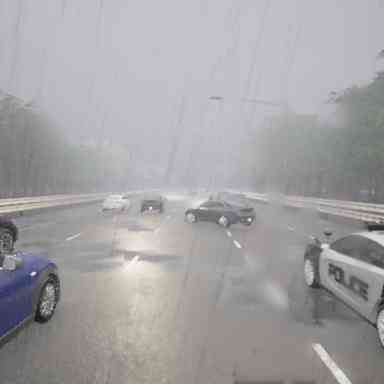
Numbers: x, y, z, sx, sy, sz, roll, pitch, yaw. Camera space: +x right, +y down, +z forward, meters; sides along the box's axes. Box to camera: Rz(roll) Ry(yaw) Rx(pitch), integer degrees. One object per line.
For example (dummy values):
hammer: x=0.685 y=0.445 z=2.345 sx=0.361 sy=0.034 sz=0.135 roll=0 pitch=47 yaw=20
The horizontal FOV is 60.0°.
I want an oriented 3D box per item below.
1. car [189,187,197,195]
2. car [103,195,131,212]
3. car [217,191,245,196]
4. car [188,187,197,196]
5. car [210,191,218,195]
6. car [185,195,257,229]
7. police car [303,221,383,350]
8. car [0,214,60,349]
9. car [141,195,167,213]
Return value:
car: x=0.192 y=-0.303 z=89.042 sx=2.150 sy=2.045 sz=5.566 roll=0 pitch=1 yaw=0
car: x=-6.857 y=1.003 z=30.442 sx=1.812 sy=1.442 sz=4.674 roll=0 pitch=1 yaw=0
car: x=3.537 y=0.878 z=27.697 sx=2.097 sy=1.767 sz=4.553 roll=0 pitch=1 yaw=0
car: x=0.167 y=0.178 z=79.430 sx=2.033 sy=1.411 sz=5.357 roll=0 pitch=1 yaw=0
car: x=3.565 y=0.690 z=38.696 sx=2.097 sy=1.767 sz=4.553 roll=0 pitch=1 yaw=0
car: x=1.525 y=1.175 z=19.234 sx=1.837 sy=1.490 sz=4.892 roll=-1 pitch=1 yaw=-38
police car: x=3.501 y=1.323 z=5.865 sx=1.930 sy=1.638 sz=5.238 roll=0 pitch=1 yaw=0
car: x=-3.401 y=1.279 z=4.086 sx=2.097 sy=1.767 sz=4.553 roll=0 pitch=1 yaw=0
car: x=-3.361 y=1.000 z=29.485 sx=1.837 sy=1.490 sz=4.892 roll=0 pitch=1 yaw=0
